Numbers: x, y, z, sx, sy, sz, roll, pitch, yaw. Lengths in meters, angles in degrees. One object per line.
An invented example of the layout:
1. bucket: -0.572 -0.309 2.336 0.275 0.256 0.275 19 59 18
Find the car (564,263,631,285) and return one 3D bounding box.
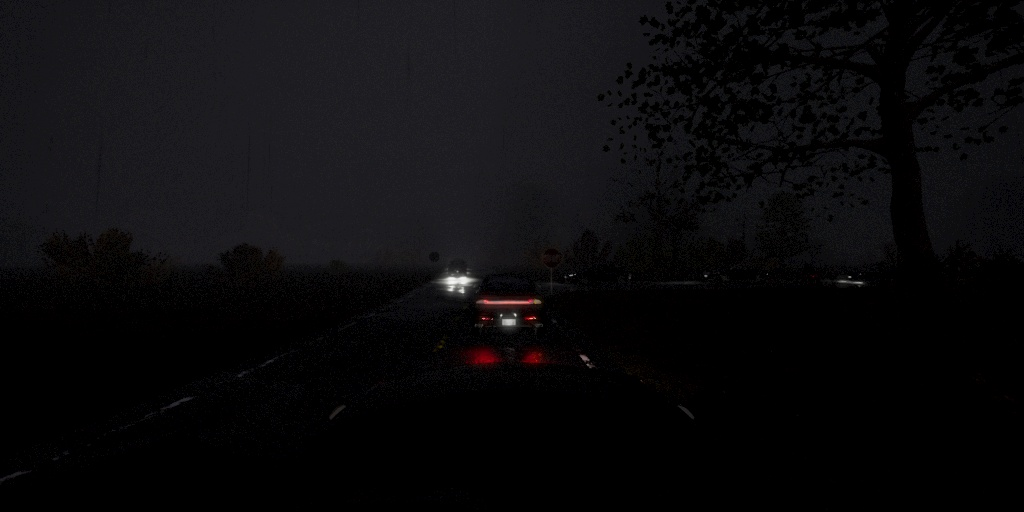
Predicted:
1. car: 6.220 1.273 26.145 4.892 1.490 1.837 0 0 -12

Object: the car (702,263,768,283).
1. car: 17.435 1.281 28.128 4.902 1.511 2.128 0 0 -9

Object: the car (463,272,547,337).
1. car: -0.135 1.241 10.300 2.128 1.511 4.902 0 0 -2

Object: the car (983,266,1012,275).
1. car: 45.926 1.300 32.483 5.357 1.411 2.033 0 0 -9

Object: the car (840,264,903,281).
1. car: 30.674 1.363 30.196 5.357 1.411 2.033 0 0 -9

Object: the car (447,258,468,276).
1. car: -5.578 1.235 36.981 2.128 1.511 4.902 0 0 -8

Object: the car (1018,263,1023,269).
1. car: 44.288 1.309 29.091 5.008 1.535 1.882 0 0 -9

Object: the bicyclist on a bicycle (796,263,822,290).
1. bicyclist on a bicycle: 18.043 1.233 21.798 0.582 1.620 1.656 0 0 -9
